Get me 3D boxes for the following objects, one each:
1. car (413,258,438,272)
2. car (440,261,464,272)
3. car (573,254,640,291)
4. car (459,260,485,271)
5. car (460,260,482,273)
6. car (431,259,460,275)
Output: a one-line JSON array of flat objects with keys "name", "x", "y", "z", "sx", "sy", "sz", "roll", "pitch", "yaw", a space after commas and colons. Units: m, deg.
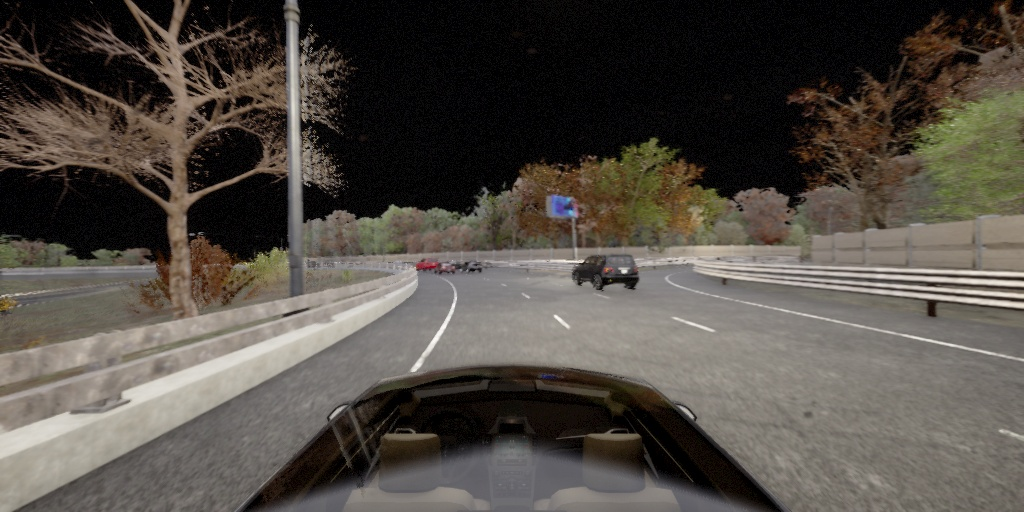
[{"name": "car", "x": -12.219, "y": 1.266, "z": 52.252, "sx": 2.150, "sy": 2.045, "sz": 5.566, "roll": -1, "pitch": 0, "yaw": -30}, {"name": "car", "x": -9.106, "y": 1.465, "z": 53.865, "sx": 1.882, "sy": 1.535, "sz": 5.008, "roll": -1, "pitch": 0, "yaw": -30}, {"name": "car", "x": 5.419, "y": 0.909, "z": 21.351, "sx": 2.150, "sy": 2.045, "sz": 5.566, "roll": -1, "pitch": 0, "yaw": -10}, {"name": "car", "x": -6.317, "y": 1.429, "z": 56.057, "sx": 2.128, "sy": 1.511, "sz": 4.902, "roll": -1, "pitch": 0, "yaw": -30}, {"name": "car", "x": -5.225, "y": 1.409, "z": 45.745, "sx": 1.837, "sy": 1.490, "sz": 4.892, "roll": -1, "pitch": 0, "yaw": -23}, {"name": "car", "x": -8.161, "y": 1.483, "z": 43.659, "sx": 1.812, "sy": 1.442, "sz": 4.674, "roll": -1, "pitch": 0, "yaw": -23}]
